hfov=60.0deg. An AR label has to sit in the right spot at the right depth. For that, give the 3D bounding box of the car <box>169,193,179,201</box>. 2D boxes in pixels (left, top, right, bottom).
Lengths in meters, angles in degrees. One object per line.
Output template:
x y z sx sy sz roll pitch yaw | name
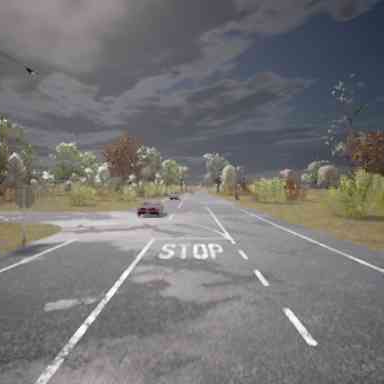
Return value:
-3.399 0.973 64.123 2.033 1.411 5.357 0 1 0 | car

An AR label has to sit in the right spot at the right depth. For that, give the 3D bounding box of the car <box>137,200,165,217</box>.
-3.433 1.365 28.067 1.895 1.301 4.718 0 0 0 | car
